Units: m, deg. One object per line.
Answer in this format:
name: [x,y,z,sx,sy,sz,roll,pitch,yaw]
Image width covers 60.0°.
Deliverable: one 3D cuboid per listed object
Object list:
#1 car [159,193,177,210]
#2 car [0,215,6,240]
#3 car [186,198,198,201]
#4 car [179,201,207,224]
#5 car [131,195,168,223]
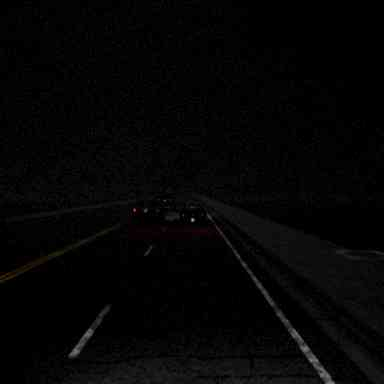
car: [-3.218,1.210,42.428,2.150,2.045,5.566,0,-1,0]
car: [-9.824,1.342,13.792,2.097,1.767,4.553,0,0,0]
car: [0.039,1.485,41.470,2.128,1.511,4.902,0,0,0]
car: [0.064,1.589,24.577,1.895,1.301,4.718,0,0,0]
car: [-3.202,1.341,25.185,2.097,1.767,4.553,0,0,0]
